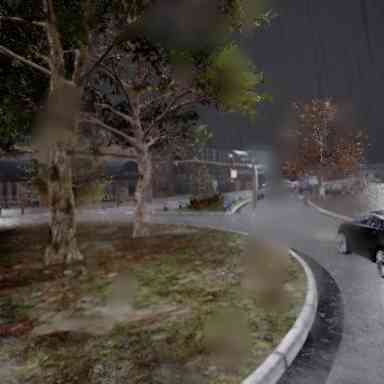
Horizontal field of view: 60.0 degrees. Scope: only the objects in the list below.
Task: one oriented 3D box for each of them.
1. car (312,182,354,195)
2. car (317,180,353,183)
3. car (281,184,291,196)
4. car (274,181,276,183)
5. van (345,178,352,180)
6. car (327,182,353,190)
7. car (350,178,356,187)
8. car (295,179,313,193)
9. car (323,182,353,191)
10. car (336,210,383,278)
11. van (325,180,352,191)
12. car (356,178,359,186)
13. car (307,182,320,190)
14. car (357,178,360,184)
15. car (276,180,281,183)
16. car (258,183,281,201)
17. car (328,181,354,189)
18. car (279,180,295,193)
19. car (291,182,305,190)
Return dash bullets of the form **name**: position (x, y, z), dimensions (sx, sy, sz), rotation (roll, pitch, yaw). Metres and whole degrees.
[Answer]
- **car**: position (20.730, -0.252, 48.880), dimensions (4.892, 1.521, 2.231), rotation (-1, 2, 26)
- **car**: position (21.946, -0.503, 51.342), dimensions (4.553, 1.767, 2.185), rotation (-1, 2, 26)
- **car**: position (13.629, -0.049, 51.858), dimensions (1.994, 1.385, 4.181), rotation (-1, 2, 26)
- **car**: position (17.808, -1.301, 79.876), dimensions (2.097, 1.535, 5.008), rotation (-1, 3, 30)
- **van**: position (22.997, -0.728, 53.888), dimensions (4.442, 1.987, 1.878), rotation (-1, 2, 26)
- **car**: position (30.416, -1.256, 68.353), dimensions (4.674, 1.452, 2.002), rotation (-1, 3, 29)
- **car**: position (24.304, -0.881, 56.301), dimensions (5.566, 2.045, 2.435), rotation (-1, 2, 26)
- **car**: position (20.464, -0.878, 59.432), dimensions (2.150, 2.045, 5.566), rotation (-1, 2, 27)
- **car**: position (28.962, -1.158, 66.037), dimensions (5.366, 1.575, 1.946), rotation (-1, 3, 28)
- **car**: position (5.506, 1.236, 9.082), dimensions (2.128, 1.511, 4.902), rotation (-1, 1, 7)
- **van**: position (27.960, -1.246, 63.468), dimensions (4.442, 1.987, 1.878), rotation (-1, 2, 27)
- **car**: position (34.412, -1.727, 75.489), dimensions (4.892, 1.521, 2.231), rotation (-1, 3, 31)
- **car**: position (25.128, -1.253, 68.648), dimensions (1.837, 1.490, 4.892), rotation (-1, 3, 29)
- **car**: position (37.251, -2.003, 80.295), dimensions (4.792, 1.488, 2.163), rotation (-1, 3, 32)
- **car**: position (20.556, -1.557, 84.626), dimensions (2.163, 1.488, 4.792), rotation (-1, 3, 31)
- **car**: position (9.770, 0.168, 42.571), dimensions (2.097, 1.767, 4.553), rotation (-1, 2, 21)
- **car**: position (31.699, -1.408, 70.760), dimensions (4.792, 1.488, 2.163), rotation (-1, 3, 29)
- **car**: position (17.821, -0.714, 60.856), dimensions (2.097, 1.767, 4.553), rotation (-1, 2, 27)
- **car**: position (22.275, -1.212, 69.677), dimensions (1.837, 1.490, 4.892), rotation (-1, 3, 29)
